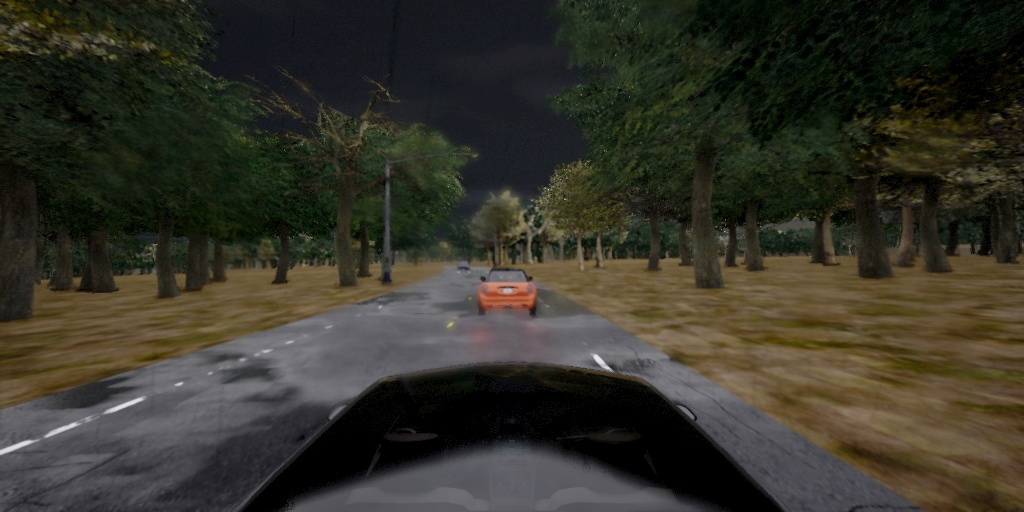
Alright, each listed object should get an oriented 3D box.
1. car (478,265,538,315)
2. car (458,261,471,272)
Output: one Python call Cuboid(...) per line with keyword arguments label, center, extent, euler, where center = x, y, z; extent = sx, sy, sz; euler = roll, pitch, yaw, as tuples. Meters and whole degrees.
Cuboid(label="car", center=(-0.201, 1.224, 14.323), extent=(2.097, 1.767, 4.553), euler=(0, -1, -2))
Cuboid(label="car", center=(-7.861, 1.629, 59.060), extent=(2.097, 1.767, 4.553), euler=(0, -1, -8))
